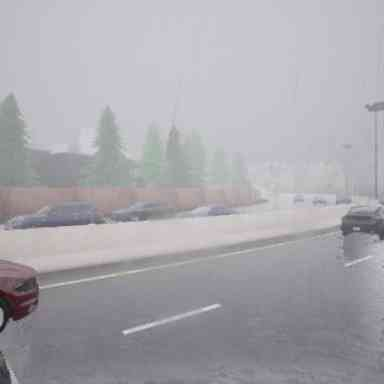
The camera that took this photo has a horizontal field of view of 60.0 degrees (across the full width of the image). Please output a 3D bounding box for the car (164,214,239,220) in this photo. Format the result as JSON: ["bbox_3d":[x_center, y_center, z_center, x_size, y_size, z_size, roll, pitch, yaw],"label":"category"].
[{"bbox_3d":[0.950,1.465,18.796,4.674,1.442,1.812,0,0,-44],"label":"car"}]

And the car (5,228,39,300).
[{"bbox_3d":[-4.918,1.487,4.710,5.008,1.535,1.882,-1,0,-35],"label":"car"}]

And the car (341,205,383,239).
[{"bbox_3d":[9.198,1.411,16.853,1.837,1.490,4.892,0,1,45],"label":"car"}]

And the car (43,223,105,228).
[{"bbox_3d":[-6.790,1.334,16.691,4.553,1.767,2.097,0,0,-40],"label":"car"}]

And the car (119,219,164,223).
[{"bbox_3d":[-3.497,1.449,24.220,4.892,1.490,1.837,0,1,-44],"label":"car"}]

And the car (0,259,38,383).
[{"bbox_3d":[-3.493,1.504,1.438,4.902,1.511,2.128,0,0,-35],"label":"car"}]
